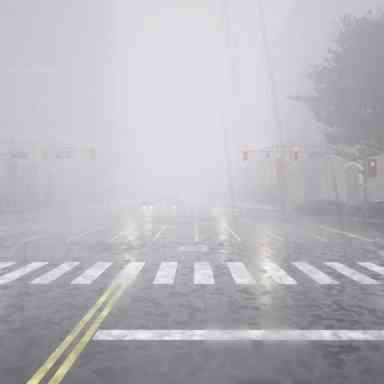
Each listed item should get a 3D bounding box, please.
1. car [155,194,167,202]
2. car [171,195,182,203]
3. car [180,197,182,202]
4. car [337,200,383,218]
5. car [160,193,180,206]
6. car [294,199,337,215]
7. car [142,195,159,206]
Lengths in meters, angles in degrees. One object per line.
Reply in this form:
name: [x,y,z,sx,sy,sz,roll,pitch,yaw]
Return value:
car: [-6.856,1.355,74.278,2.097,1.767,4.553,0,0,1]
car: [-3.355,1.525,74.406,2.128,1.511,4.902,0,0,1]
car: [-3.514,1.216,64.176,2.150,2.045,5.566,0,1,1]
car: [15.830,1.504,29.334,4.892,1.490,1.837,0,0,0]
car: [-3.576,1.352,54.974,2.097,1.767,4.553,0,0,0]
car: [12.853,1.492,33.480,4.902,1.511,2.128,0,0,10]
car: [-7.075,1.564,55.322,1.994,1.385,4.181,0,0,0]
